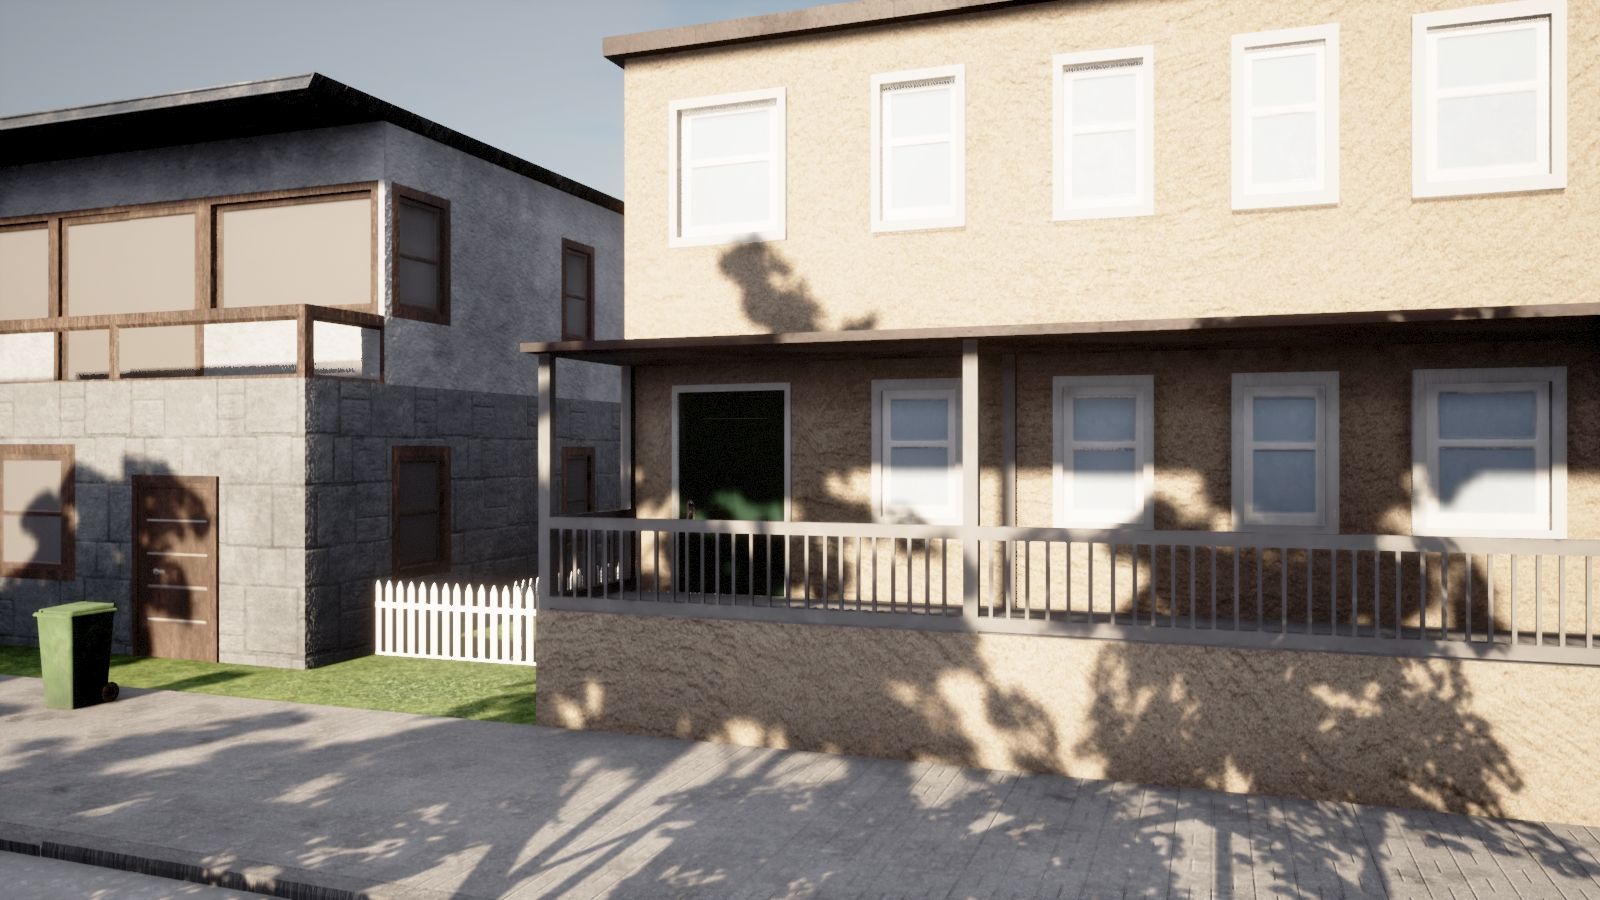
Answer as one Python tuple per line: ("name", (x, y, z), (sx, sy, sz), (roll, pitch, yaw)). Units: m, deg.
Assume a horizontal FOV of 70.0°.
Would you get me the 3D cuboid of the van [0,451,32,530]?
("van", (-27.753, 1.329, 35.973), (1.988, 2.561, 5.915), (0, 0, 20))
